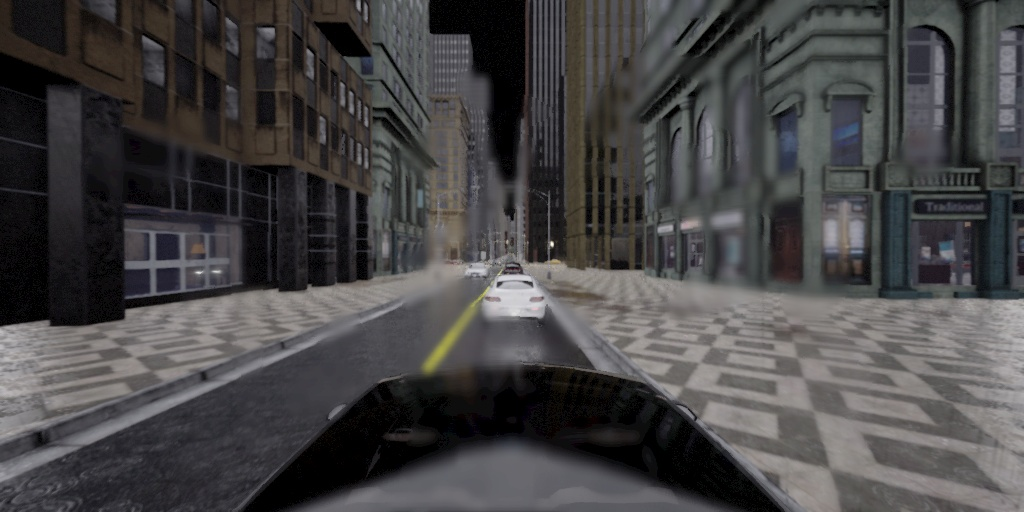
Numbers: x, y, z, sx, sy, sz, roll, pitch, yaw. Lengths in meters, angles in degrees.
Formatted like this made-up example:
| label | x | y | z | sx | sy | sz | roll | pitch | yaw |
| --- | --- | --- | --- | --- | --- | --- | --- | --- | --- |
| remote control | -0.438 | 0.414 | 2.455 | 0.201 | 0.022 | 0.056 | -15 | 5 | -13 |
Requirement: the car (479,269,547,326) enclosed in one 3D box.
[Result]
| label | x | y | z | sx | sy | sz | roll | pitch | yaw |
| --- | --- | --- | --- | --- | --- | --- | --- | --- | --- |
| car | 0.085 | 1.308 | 11.766 | 1.812 | 1.442 | 4.674 | 0 | 0 | 0 |

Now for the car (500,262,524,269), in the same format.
| label | x | y | z | sx | sy | sz | roll | pitch | yaw |
| --- | --- | --- | --- | --- | --- | --- | --- | --- | --- |
| car | 0.078 | 1.364 | 33.392 | 1.837 | 1.490 | 4.892 | 0 | 0 | 0 |

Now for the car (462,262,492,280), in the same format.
| label | x | y | z | sx | sy | sz | roll | pitch | yaw |
| --- | --- | --- | --- | --- | --- | --- | --- | --- | --- |
| car | -3.123 | 1.381 | 32.403 | 1.812 | 1.442 | 4.674 | 0 | 0 | 0 |
